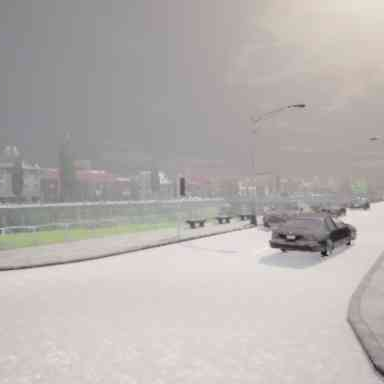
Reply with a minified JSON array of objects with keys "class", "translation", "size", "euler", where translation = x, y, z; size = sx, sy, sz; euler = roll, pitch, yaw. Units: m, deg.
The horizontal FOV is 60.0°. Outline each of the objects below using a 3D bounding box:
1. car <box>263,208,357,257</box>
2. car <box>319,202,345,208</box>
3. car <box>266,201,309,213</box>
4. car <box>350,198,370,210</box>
[{"class":"car","translation":[4.957,1.582,13.255],"size":[2.033,1.411,5.357],"euler":[-1,0,40]},{"class":"car","translation":[13.239,1.637,31.624],"size":[1.994,1.385,4.181],"euler":[-1,0,36]},{"class":"car","translation":[6.421,1.426,22.067],"size":[2.097,1.767,4.553],"euler":[-1,0,36]},{"class":"car","translation":[22.359,1.604,44.271],"size":[2.128,1.511,4.902],"euler":[-1,0,35]}]
